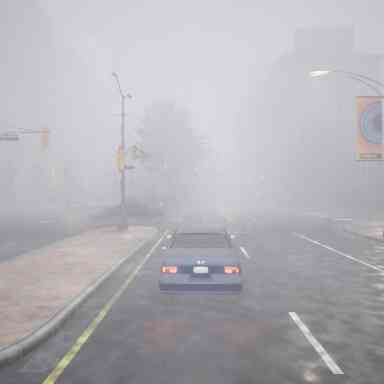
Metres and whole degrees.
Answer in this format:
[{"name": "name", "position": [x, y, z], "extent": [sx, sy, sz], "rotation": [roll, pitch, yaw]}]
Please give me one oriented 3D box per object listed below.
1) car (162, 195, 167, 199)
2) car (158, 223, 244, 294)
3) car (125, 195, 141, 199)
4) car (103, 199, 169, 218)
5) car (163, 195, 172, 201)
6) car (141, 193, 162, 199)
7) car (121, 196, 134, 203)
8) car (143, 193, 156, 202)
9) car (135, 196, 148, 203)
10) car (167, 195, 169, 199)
[{"name": "car", "position": [-6.799, 1.352, 66.744], "extent": [2.097, 1.767, 4.553], "rotation": [0, 0, 1]}, {"name": "car", "position": [0.229, 1.547, 8.920], "extent": [2.033, 1.411, 5.357], "rotation": [0, 0, 1]}, {"name": "car", "position": [-10.515, 1.352, 57.850], "extent": [2.097, 1.767, 4.553], "rotation": [0, 0, 1]}, {"name": "car", "position": [-5.004, 1.548, 29.165], "extent": [5.357, 1.411, 2.033], "rotation": [0, 0, 1]}, {"name": "car", "position": [-6.400, 1.478, 86.611], "extent": [1.882, 1.535, 5.008], "rotation": [0, 0, 1]}, {"name": "car", "position": [-7.015, 1.352, 57.972], "extent": [2.097, 1.767, 4.553], "rotation": [0, 0, 1]}, {"name": "car", "position": [-13.464, 1.595, 69.814], "extent": [1.895, 1.301, 4.718], "rotation": [0, 0, 1]}, {"name": "car", "position": [-10.048, 1.225, 78.710], "extent": [2.150, 2.045, 5.566], "rotation": [0, 0, 1]}, {"name": "car", "position": [-10.254, 1.505, 68.025], "extent": [1.837, 1.490, 4.892], "rotation": [0, 0, 1]}, {"name": "car", "position": [-6.588, 1.525, 76.518], "extent": [2.128, 1.511, 4.902], "rotation": [0, 0, 1]}]
